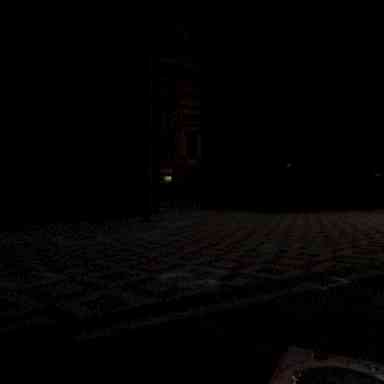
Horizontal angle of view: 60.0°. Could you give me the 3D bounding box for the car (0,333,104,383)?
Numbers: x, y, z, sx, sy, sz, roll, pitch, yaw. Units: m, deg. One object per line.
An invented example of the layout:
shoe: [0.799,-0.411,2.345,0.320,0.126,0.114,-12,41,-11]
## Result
car: [-2.628,1.490,0.947,4.892,1.490,1.837,0,0,-36]
